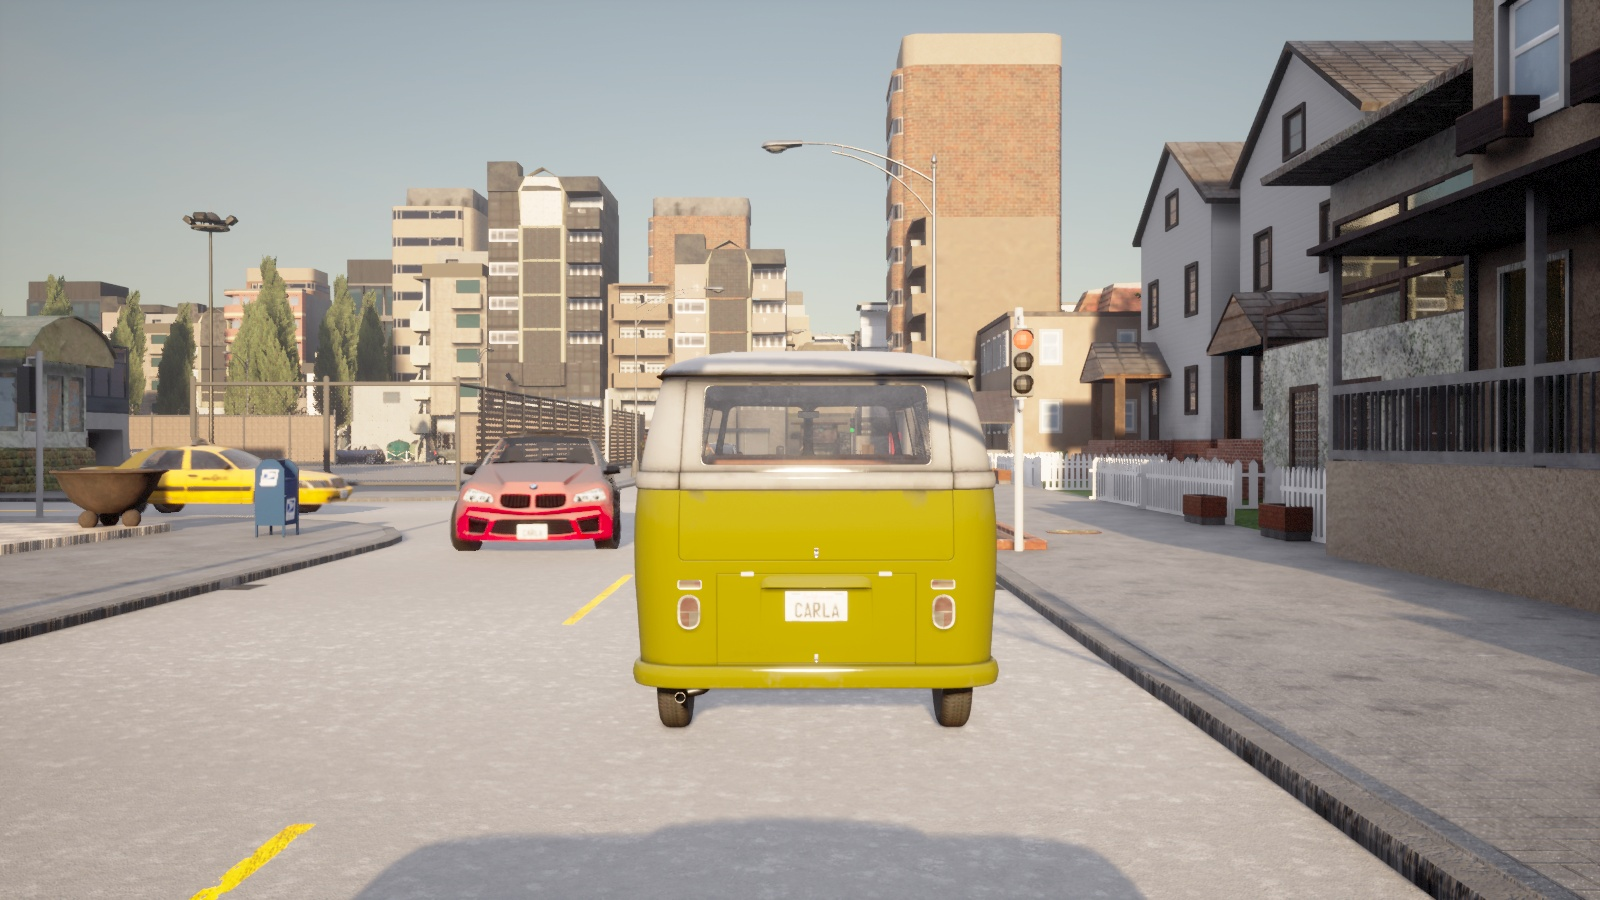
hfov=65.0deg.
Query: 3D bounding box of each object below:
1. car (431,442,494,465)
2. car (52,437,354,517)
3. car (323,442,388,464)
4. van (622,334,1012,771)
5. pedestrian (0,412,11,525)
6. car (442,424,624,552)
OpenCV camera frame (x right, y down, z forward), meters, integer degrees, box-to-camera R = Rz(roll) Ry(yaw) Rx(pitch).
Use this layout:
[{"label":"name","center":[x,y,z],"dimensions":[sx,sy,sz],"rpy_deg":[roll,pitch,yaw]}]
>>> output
[{"label":"car","center":[-22.380,0.236,83.458],"dimensions":[3.705,1.549,1.789],"rpy_deg":[0,0,0]},{"label":"car","center":[-12.173,0.530,25.830],"dimensions":[5.366,1.575,1.801],"rpy_deg":[0,0,0]},{"label":"car","center":[-30.965,0.193,87.498],"dimensions":[3.806,1.475,1.970],"rpy_deg":[0,0,0]},{"label":"van","center":[0.070,0.454,7.932],"dimensions":[1.775,1.987,4.442],"rpy_deg":[0,0,0]},{"label":"pedestrian","center":[-14.222,0.317,21.811],"dimensions":[0.788,1.949,0.423],"rpy_deg":[0,0,-16]},{"label":"car","center":[-3.814,0.482,18.785],"dimensions":[2.242,1.667,4.611],"rpy_deg":[0,0,-7]}]
